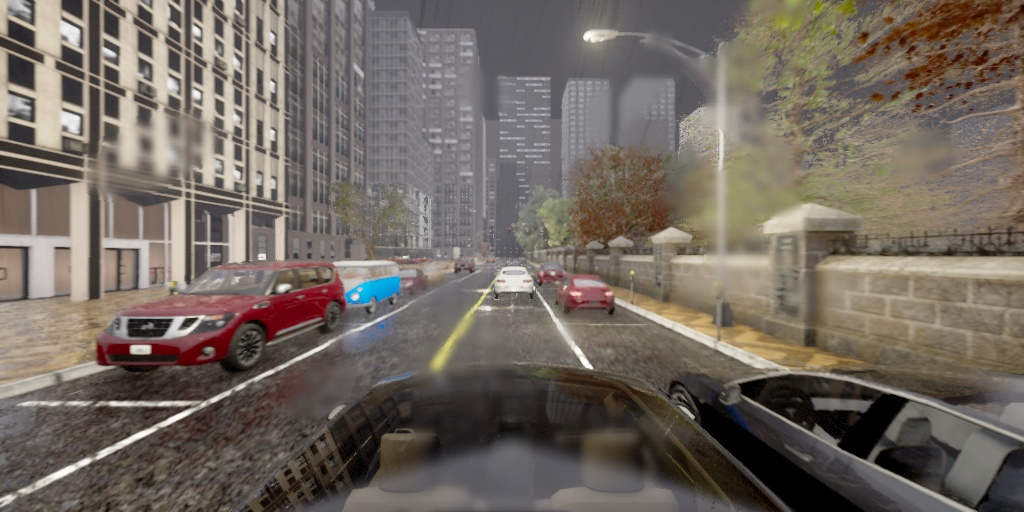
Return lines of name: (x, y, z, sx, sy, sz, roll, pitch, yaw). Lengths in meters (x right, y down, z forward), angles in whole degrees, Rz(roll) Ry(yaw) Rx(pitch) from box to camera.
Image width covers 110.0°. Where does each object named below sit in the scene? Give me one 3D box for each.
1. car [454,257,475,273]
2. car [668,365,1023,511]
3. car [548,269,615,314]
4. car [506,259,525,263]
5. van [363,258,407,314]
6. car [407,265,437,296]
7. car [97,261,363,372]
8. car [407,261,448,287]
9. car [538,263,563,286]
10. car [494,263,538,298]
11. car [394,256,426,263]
car: (-5.321, 0.991, 41.039, 2.192, 1.841, 5.009, 0, 0, 0)
car: (2.565, 1.315, 2.146, 1.948, 1.339, 4.313, 0, 0, 0)
car: (2.563, 1.312, 13.245, 1.802, 1.307, 4.207, 0, 0, 0)
car: (0.094, 1.282, 38.358, 1.895, 1.301, 4.718, 0, 0, 0)
van: (-5.462, 1.070, 13.335, 1.690, 1.789, 3.998, 0, 0, 0)
car: (-5.463, 1.301, 18.876, 1.802, 1.307, 4.207, 0, 0, 0)
car: (-5.461, 1.054, 7.794, 2.192, 1.841, 5.009, 0, 0, 0)
car: (-5.463, 1.234, 24.247, 1.751, 1.417, 4.829, 0, 0, 0)
car: (2.561, 1.148, 24.345, 1.967, 1.591, 4.097, 0, 0, 0)
car: (0.097, 1.246, 17.971, 1.812, 1.442, 4.674, 0, 0, 0)
car: (-17.778, 1.019, 62.374, 4.207, 1.307, 1.802, 0, 0, 1)
